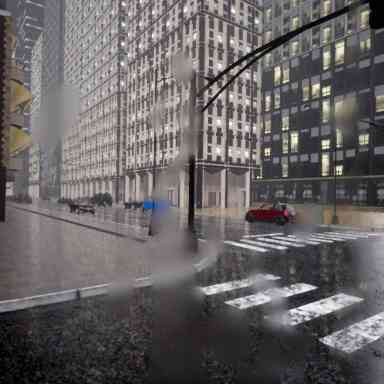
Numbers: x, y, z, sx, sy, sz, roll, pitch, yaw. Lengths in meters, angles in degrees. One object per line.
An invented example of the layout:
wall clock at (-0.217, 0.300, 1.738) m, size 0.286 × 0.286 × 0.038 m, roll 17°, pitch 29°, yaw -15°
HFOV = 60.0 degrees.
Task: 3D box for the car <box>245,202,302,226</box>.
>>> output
car at (5.715, 1.505, 23.904) m, size 1.967 × 1.590 × 4.097 m, roll 1°, pitch -1°, yaw -35°

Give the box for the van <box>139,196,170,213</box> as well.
van at (-4.094, 1.382, 37.722) m, size 1.690 × 1.788 × 3.998 m, roll 1°, pitch -1°, yaw -35°

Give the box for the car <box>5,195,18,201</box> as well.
car at (-40.358, 1.378, 74.323) m, size 2.008 × 1.369 × 4.403 m, roll 1°, pitch -1°, yaw -35°

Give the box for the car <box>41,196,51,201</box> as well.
car at (-36.797, 1.571, 83.778) m, size 1.802 × 1.307 × 4.206 m, roll 1°, pitch -1°, yaw -35°

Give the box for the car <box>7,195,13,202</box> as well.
car at (-37.089, 1.397, 69.717) m, size 1.947 × 1.339 × 4.313 m, roll 1°, pitch -1°, yaw -35°

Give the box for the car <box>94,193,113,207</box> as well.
car at (-14.513, 1.255, 53.121) m, size 2.150 × 2.045 × 5.566 m, roll 1°, pitch -1°, yaw -35°

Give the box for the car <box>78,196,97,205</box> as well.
car at (-18.521, 1.526, 58.824) m, size 1.837 × 1.490 × 4.892 m, roll 1°, pitch -1°, yaw -35°

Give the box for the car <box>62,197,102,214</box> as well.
car at (-10.930, 1.427, 32.870) m, size 2.008 × 1.369 × 4.403 m, roll 1°, pitch -1°, yaw -35°

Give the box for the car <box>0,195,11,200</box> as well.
car at (-46.802, 1.366, 83.398) m, size 1.752 × 1.417 × 4.829 m, roll 1°, pitch -1°, yaw -35°

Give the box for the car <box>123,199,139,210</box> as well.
car at (-7.367, 1.584, 42.326) m, size 2.008 × 1.369 × 4.403 m, roll 1°, pitch -1°, yaw -35°

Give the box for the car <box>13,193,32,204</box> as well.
car at (-30.545, 1.155, 60.508) m, size 2.192 × 1.841 × 5.009 m, roll 1°, pitch -1°, yaw -35°

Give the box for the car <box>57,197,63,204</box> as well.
car at (-22.620, 1.522, 59.328) m, size 1.994 × 1.385 × 4.181 m, roll 1°, pitch -1°, yaw -35°
